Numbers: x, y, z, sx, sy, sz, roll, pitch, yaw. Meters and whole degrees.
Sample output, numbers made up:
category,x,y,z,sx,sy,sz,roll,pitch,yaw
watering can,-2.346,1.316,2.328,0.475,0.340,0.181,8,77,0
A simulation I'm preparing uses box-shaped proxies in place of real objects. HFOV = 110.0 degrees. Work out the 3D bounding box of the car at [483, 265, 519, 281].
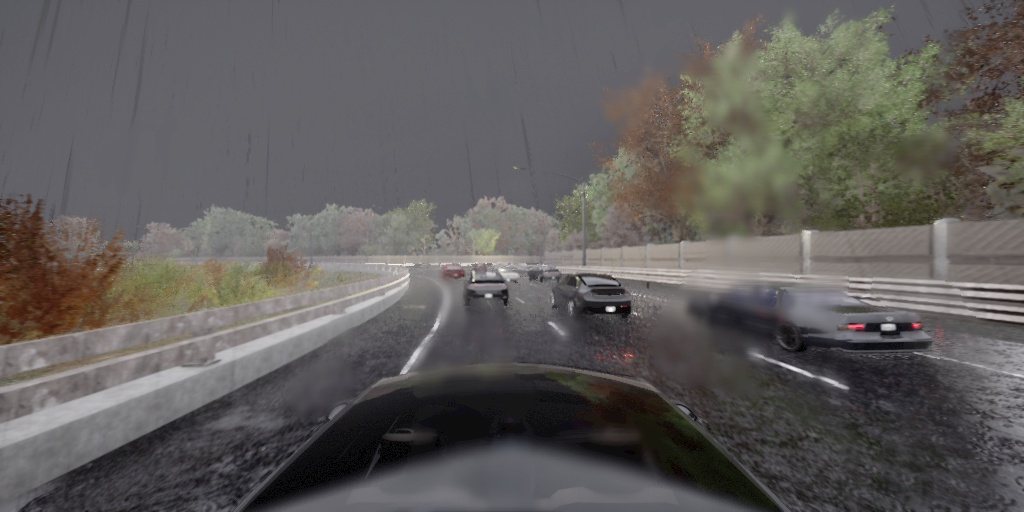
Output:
category,x,y,z,sx,sy,sz,roll,pitch,yaw
car,-0.930,1.683,31.156,1.895,1.301,4.718,0,-1,-16

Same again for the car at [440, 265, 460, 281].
category,x,y,z,sx,sy,sz,roll,pitch,yaw
car,-5.983,1.615,35.472,1.882,1.535,5.008,0,-1,-18

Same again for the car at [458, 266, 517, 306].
category,x,y,z,sx,sy,sz,roll,pitch,yaw
car,-1.321,1.414,16.874,2.128,1.511,4.902,0,-1,-9

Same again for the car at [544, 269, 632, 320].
category,x,y,z,sx,sy,sz,roll,pitch,yaw
car,2.709,1.381,13.255,1.837,1.490,4.892,0,-1,-7

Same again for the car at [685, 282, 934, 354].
category,x,y,z,sx,sy,sz,roll,pitch,yaw
car,6.624,1.370,9.012,2.033,1.411,5.357,0,-1,-5

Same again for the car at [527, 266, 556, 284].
category,x,y,z,sx,sy,sz,roll,pitch,yaw
car,2.693,1.568,31.133,2.128,1.511,4.902,0,-1,-15

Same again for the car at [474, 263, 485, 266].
category,x,y,z,sx,sy,sz,roll,pitch,yaw
car,-5.102,1.907,57.344,1.812,1.442,4.674,0,-1,-14
